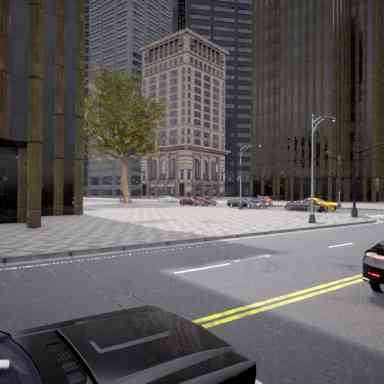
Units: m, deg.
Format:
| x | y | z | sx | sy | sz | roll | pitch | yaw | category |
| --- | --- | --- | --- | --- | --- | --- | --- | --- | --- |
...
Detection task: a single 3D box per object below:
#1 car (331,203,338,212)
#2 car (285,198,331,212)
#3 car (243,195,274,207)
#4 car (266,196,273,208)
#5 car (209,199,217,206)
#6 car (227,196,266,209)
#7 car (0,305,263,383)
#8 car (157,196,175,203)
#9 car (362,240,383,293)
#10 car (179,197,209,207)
| x | y | z | sx | sy | sz | roll | pitch | yaw | category |
| --- | --- | --- | --- | --- | --- | --- | --- | --- | --- |
| 14.395 | 1.463 | 38.573 | 1.882 | 1.535 | 5.008 | 1 | 0 | -38 | car |
| 12.245 | 1.517 | 36.038 | 1.994 | 1.385 | 4.181 | 1 | 0 | -39 | car |
| 10.669 | 1.402 | 53.667 | 2.097 | 1.767 | 4.553 | 1 | 0 | -40 | car |
| 8.414 | 1.476 | 45.945 | 2.128 | 1.511 | 4.902 | 1 | 0 | -40 | car |
| 1.914 | 1.508 | 53.541 | 1.812 | 1.442 | 4.674 | 1 | 0 | -41 | car |
| 6.655 | 1.444 | 42.986 | 2.128 | 1.511 | 4.902 | 1 | 0 | -40 | car |
| -1.706 | 1.601 | 2.224 | 4.718 | 1.301 | 1.895 | 0 | 0 | -36 | car |
| -5.477 | 1.570 | 71.255 | 1.812 | 1.442 | 4.674 | 1 | -1 | -45 | car |
| 5.816 | 1.492 | 7.584 | 4.902 | 1.511 | 2.128 | 0 | 0 | -35 | car |
| -0.027 | 1.476 | 50.839 | 1.812 | 1.442 | 4.674 | 1 | 0 | -41 | car |
